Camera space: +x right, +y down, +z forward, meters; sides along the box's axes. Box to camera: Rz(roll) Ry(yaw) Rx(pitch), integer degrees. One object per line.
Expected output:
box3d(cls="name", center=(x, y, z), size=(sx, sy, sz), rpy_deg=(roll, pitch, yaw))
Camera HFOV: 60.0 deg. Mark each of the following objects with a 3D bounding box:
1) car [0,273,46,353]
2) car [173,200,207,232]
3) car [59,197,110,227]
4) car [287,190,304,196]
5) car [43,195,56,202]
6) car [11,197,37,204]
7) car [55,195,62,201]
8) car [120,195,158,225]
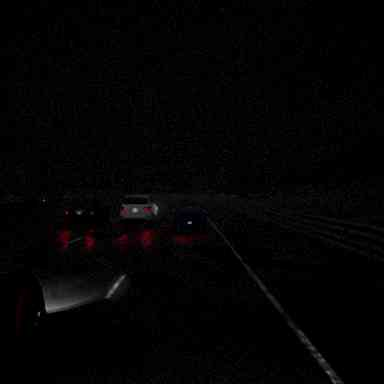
box3d(cls="car", center=(-3.450, 1.568, 3.942), size=(1.994, 1.385, 4.181), rpy_deg=(0, 0, 0))
box3d(cls="car", center=(-0.151, 1.483, 20.187), size=(1.882, 1.535, 5.008), rpy_deg=(0, 0, -1))
box3d(cls="car", center=(-7.195, 1.358, 23.217), size=(2.097, 1.767, 4.553), rpy_deg=(0, 0, -1))
box3d(cls="car", center=(21.731, 0.389, 69.816), size=(1.812, 1.442, 4.674), rpy_deg=(0, -3, -15))
box3d(cls="car", center=(-21.784, 1.341, 52.549), size=(2.097, 1.767, 4.553), rpy_deg=(0, 0, 0))
box3d(cls="car", center=(-25.259, 1.470, 50.222), size=(1.882, 1.535, 5.008), rpy_deg=(0, 0, 0))
box3d(cls="car", center=(-18.264, 1.482, 50.357), size=(2.128, 1.511, 4.902), rpy_deg=(0, 0, -1))
box3d(cls="car", center=(-3.720, 1.226, 24.115), size=(2.150, 2.045, 5.566), rpy_deg=(0, 0, -1))
